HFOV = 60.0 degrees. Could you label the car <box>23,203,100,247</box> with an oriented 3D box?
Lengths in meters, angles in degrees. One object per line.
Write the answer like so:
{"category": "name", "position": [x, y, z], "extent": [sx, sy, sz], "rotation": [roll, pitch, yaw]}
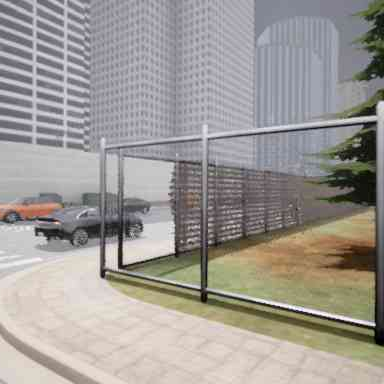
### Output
{"category": "car", "position": [-4.140, 1.336, 14.198], "extent": [2.128, 1.511, 4.902], "rotation": [0, 0, 35]}

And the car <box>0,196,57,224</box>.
{"category": "car", "position": [-11.191, 1.108, 22.434], "extent": [2.097, 1.767, 4.553], "rotation": [1, 0, 36]}
